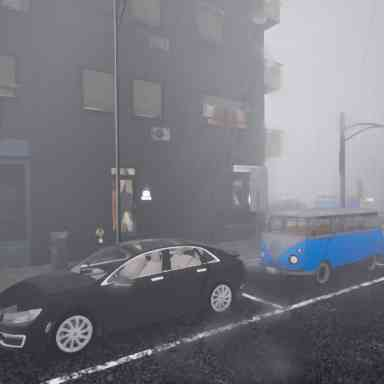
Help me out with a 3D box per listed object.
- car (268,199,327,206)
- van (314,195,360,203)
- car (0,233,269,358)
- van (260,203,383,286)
[{"bbox_3d":[7.928,1.540,26.694,1.895,1.301,4.718,-1,1,-38],"label":"car"},{"bbox_3d":[12.850,1.201,29.763,1.690,1.788,3.998,-1,1,-35],"label":"van"},{"bbox_3d":[-0.960,1.550,5.883,4.403,1.369,2.008,0,-1,-35],"label":"car"},{"bbox_3d":[3.602,1.339,9.133,3.998,1.788,1.690,0,-1,-35],"label":"van"}]
